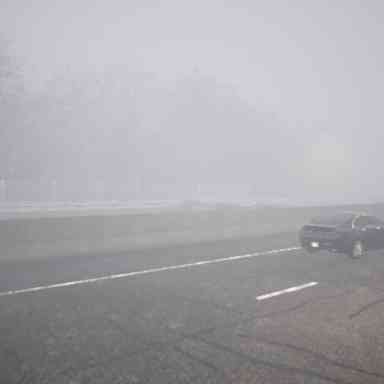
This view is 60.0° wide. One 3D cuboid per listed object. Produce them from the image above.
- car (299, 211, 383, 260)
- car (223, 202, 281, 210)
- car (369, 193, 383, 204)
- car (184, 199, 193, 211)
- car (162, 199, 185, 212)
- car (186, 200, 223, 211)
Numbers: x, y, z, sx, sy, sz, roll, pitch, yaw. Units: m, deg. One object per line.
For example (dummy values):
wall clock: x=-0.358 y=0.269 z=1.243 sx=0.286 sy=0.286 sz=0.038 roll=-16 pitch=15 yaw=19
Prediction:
car: x=6.062 y=1.497 z=12.485 sx=4.892 sy=1.490 sz=1.837 roll=0 pitch=0 yaw=-35
car: x=5.192 y=1.537 z=24.872 sx=5.357 sy=1.411 sz=2.033 roll=0 pitch=0 yaw=-35
car: x=32.776 y=1.173 z=57.239 sx=5.566 sy=2.045 sz=2.150 roll=0 pitch=0 yaw=-35
car: x=1.778 y=1.556 z=31.026 sx=4.181 sy=1.385 sz=1.994 roll=0 pitch=0 yaw=-35
car: x=-0.650 y=1.473 z=33.593 sx=5.008 sy=1.535 sz=1.882 roll=0 pitch=0 yaw=-35
car: x=2.478 y=1.540 z=27.240 sx=5.357 sy=1.411 sz=2.033 roll=0 pitch=0 yaw=-36
